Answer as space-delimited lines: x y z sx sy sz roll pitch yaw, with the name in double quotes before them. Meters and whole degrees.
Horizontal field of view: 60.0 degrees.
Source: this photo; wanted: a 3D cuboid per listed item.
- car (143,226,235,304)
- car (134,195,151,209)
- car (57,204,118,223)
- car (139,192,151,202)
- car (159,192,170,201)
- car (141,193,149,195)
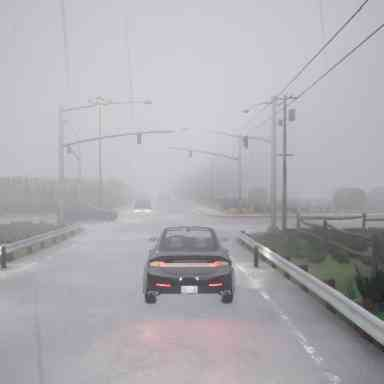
"car" -0.091 1.612 8.420 2.128 1.511 4.902 0 -2 -1
"car" -6.324 1.468 42.897 1.994 1.385 4.181 0 1 -7
"car" -8.419 1.713 27.012 4.674 1.442 1.812 0 1 -15
"car" -8.641 0.923 61.534 2.097 1.767 4.553 0 1 -7
"car" -5.621 0.821 67.268 2.097 1.767 4.553 0 1 -6
"car" -7.389 1.276 51.495 1.812 1.442 4.674 0 1 -7
